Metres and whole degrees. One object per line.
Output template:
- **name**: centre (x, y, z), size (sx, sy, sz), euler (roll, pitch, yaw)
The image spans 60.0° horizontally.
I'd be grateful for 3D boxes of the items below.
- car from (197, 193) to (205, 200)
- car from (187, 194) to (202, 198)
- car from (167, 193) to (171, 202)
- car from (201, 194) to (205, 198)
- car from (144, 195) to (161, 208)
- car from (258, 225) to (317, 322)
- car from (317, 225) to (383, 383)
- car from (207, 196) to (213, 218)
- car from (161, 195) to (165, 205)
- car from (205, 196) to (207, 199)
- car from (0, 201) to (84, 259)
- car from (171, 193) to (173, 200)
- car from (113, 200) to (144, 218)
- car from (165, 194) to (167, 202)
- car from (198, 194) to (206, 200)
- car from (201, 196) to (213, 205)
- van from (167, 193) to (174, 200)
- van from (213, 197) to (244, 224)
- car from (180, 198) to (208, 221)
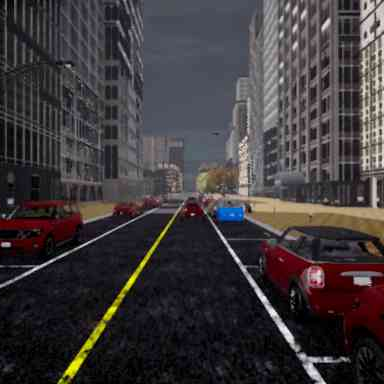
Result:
- **car**: centre (2.492, 1.216, 90.282), size (1.967, 1.590, 4.097), euler (0, 0, 0)
- **car**: centre (0.001, 1.397, 44.815), size (1.837, 1.490, 4.892), euler (0, 1, 0)
- **car**: centre (-5.838, 1.384, 68.106), size (1.887, 1.381, 4.507), euler (0, 0, 0)
- **car**: centre (2.580, 1.312, 51.508), size (1.967, 1.590, 4.097), euler (0, 0, 0)
- **car**: centre (-5.788, 1.439, 45.949), size (1.887, 1.381, 4.507), euler (0, 0, 0)
- **car**: centre (2.681, 1.420, 7.194), size (1.967, 1.590, 4.097), euler (0, 0, 0)
- **car**: centre (2.694, 1.308, 1.654), size (2.192, 1.841, 5.009), euler (0, 0, 0)
- **car**: centre (2.630, 1.366, 29.351), size (1.967, 1.590, 4.097), euler (0, 0, 0)
- **car**: centre (-5.800, 1.321, 51.488), size (1.967, 1.590, 4.097), euler (0, 0, 0)
- **car**: centre (2.617, 1.437, 35.060), size (1.752, 1.417, 4.829), euler (0, 0, 0)
- **car**: centre (-5.711, 1.290, 12.713), size (2.192, 1.841, 5.009), euler (0, 0, 0)
- **car**: centre (-5.851, 1.266, 73.646), size (1.967, 1.590, 4.097), euler (0, 0, 0)
- **car**: centre (-5.750, 1.479, 29.332), size (1.887, 1.381, 4.507), euler (0, 0, 0)
- **car**: centre (-5.813, 1.418, 57.028), size (2.008, 1.369, 4.403), euler (0, 0, 0)
- **car**: centre (2.504, 1.334, 84.743), size (1.887, 1.381, 4.507), euler (0, 0, 0)
- **car**: centre (2.567, 1.383, 57.216), size (1.752, 1.417, 4.829), euler (0, 0, 0)
- **van**: centre (-5.888, 1.126, 90.262), size (1.690, 1.788, 3.998), euler (0, 0, 0)
- **van**: centre (2.643, 1.280, 23.811), size (1.690, 1.788, 3.998), euler (0, 0, 0)
- **car**: centre (0.043, 1.461, 26.622), size (1.812, 1.442, 4.674), euler (0, 0, 0)
